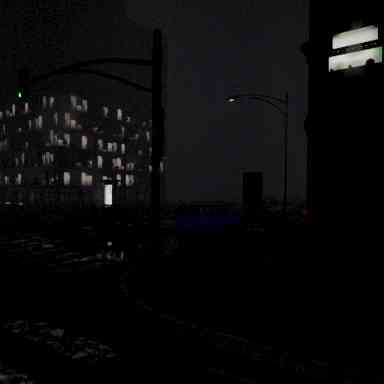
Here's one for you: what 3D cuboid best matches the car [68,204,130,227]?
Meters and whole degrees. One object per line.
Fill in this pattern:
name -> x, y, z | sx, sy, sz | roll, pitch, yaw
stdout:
car -> -5.955, 1.467, 21.852 | 1.947, 1.339, 4.313 | 1, 1, 35

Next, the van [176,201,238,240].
van -> 0.875, 1.368, 16.991 | 1.690, 1.788, 3.998 | 1, 1, 35

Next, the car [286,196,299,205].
car -> 16.399, 1.364, 53.269 | 1.752, 1.417, 4.829 | 1, 1, 35

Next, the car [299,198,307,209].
car -> 15.639, 1.442, 42.313 | 1.837, 1.490, 4.892 | 1, 1, 36

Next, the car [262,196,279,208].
car -> 10.083, 1.293, 44.390 | 1.967, 1.590, 4.097 | 1, 1, 35

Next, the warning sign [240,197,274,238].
warning sign -> 3.157, 1.177, 16.097 | 1.300, 1.860, 1.060 | 1, 1, 35
